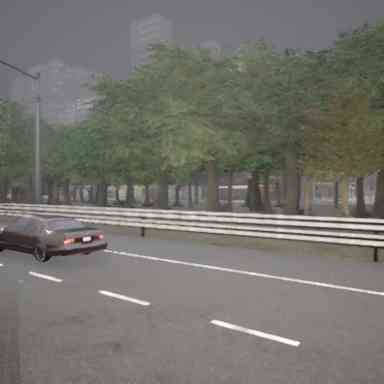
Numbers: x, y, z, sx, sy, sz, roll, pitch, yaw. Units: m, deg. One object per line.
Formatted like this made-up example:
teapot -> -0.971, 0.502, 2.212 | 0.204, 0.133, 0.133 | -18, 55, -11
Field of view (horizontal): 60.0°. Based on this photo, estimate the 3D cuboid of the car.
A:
car -> -5.382, 1.544, 12.024 | 5.357, 1.411, 2.033 | 0, 0, 36
